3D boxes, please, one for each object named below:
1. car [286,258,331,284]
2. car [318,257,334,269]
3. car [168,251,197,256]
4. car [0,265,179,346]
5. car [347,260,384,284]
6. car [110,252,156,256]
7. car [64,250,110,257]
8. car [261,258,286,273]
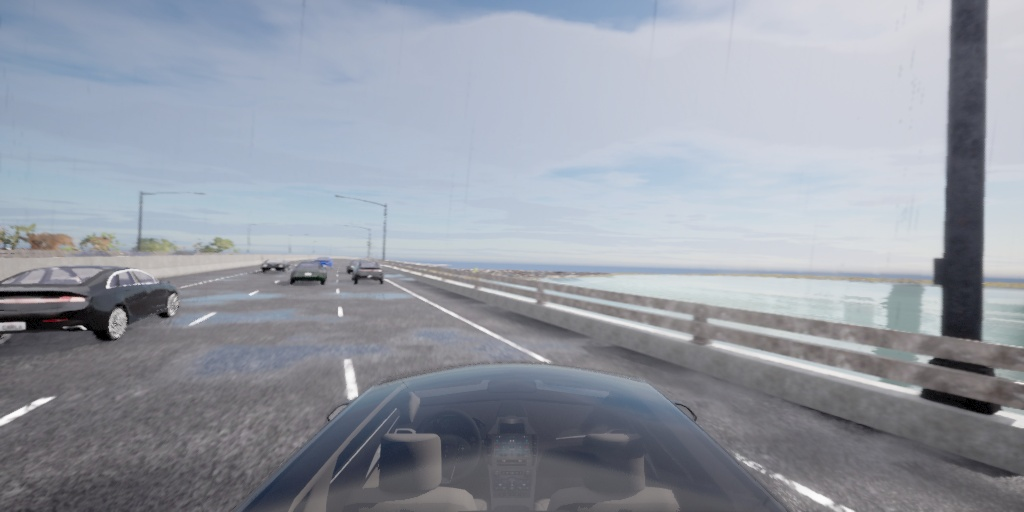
[{"bbox_3d":[-13.238,1.049,23.539,1.994,1.385,4.181,2,-1,-26],"label":"car"},{"bbox_3d":[-23.295,0.826,44.432,1.882,1.535,5.008,2,-1,-25],"label":"car"},{"bbox_3d":[-36.942,0.189,40.202,2.097,1.767,4.553,2,-1,-25],"label":"car"},{"bbox_3d":[-9.577,0.962,8.272,2.128,1.511,4.902,2,-1,-27],"label":"car"},{"bbox_3d":[-10.159,1.101,25.193,2.128,1.511,4.902,2,-1,-26],"label":"car"},{"bbox_3d":[-40.066,0.261,38.622,2.033,1.411,5.357,2,-1,-25],"label":"car"},{"bbox_3d":[-42.998,0.140,36.665,2.033,1.411,5.357,2,-1,-25],"label":"car"},{"bbox_3d":[-22.063,0.881,33.705,1.895,1.301,4.718,2,-1,-26],"label":"car"}]
